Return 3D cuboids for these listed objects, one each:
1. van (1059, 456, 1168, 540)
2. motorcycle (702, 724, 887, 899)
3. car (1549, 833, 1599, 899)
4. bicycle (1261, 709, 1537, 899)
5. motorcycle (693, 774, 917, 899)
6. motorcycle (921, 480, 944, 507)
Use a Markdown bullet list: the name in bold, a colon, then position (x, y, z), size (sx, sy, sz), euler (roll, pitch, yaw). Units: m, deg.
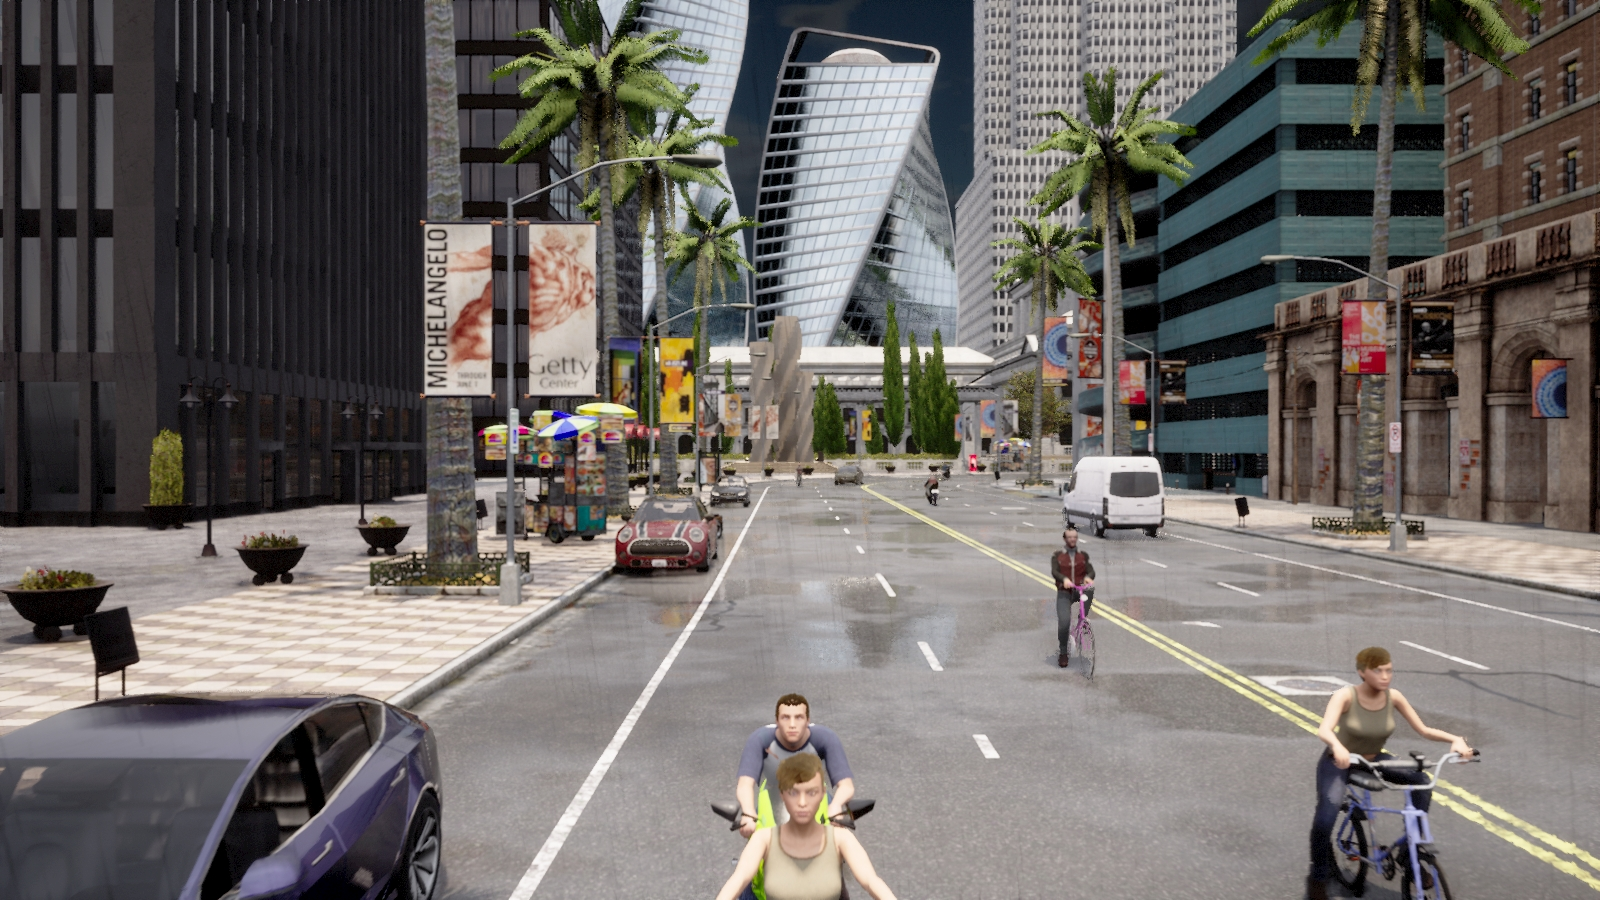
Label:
- **van**: position (10.365, 1.508, 38.316), size (1.988, 2.561, 5.915), euler (0, 0, -1)
- **motorcycle**: position (-0.024, 2.214, 5.999), size (0.803, 1.145, 2.033), euler (-1, -3, 0)
- **car**: position (3.500, 2.063, 1.860), size (1.816, 1.474, 4.193), euler (0, 0, 0)
- **bicycle**: position (3.494, 2.250, 6.834), size (0.859, 1.080, 1.487), euler (0, -1, -1)
- **motorcycle**: position (0.015, 2.169, 4.102), size (0.764, 1.277, 2.356), euler (0, 2, -1)
- **motorcycle**: position (6.656, 2.167, 57.390), size (0.867, 1.251, 2.209), euler (0, 0, -1)
